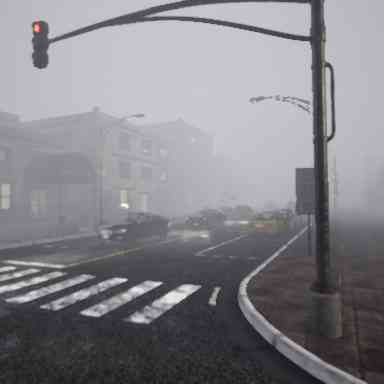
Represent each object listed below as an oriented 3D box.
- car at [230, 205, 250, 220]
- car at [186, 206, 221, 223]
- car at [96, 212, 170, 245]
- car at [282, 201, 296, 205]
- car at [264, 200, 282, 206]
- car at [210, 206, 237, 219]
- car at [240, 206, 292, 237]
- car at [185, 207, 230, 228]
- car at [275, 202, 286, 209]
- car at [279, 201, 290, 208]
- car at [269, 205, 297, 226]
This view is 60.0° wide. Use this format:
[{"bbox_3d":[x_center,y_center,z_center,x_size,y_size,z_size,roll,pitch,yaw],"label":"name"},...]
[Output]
[{"bbox_3d":[5.337,2.178,35.598,1.812,1.442,4.674,-1,-2,24],"label":"car"},{"bbox_3d":[1.278,2.170,32.917,1.752,1.417,4.829,-1,-1,24],"label":"car"},{"bbox_3d":[-2.906,1.807,17.359,2.128,1.511,4.902,-2,-2,25],"label":"car"},{"bbox_3d":[15.466,2.225,50.294,2.097,1.767,4.553,-1,-2,24],"label":"car"},{"bbox_3d":[15.011,2.523,63.328,2.192,1.841,5.009,-1,-1,24],"label":"car"},{"bbox_3d":[3.625,2.322,38.112,1.802,1.307,4.206,-1,-1,24],"label":"car"},{"bbox_3d":[4.498,1.791,19.696,1.752,1.417,4.829,-1,-1,24],"label":"car"},{"bbox_3d":[1.173,2.084,26.409,1.895,1.301,4.718,-1,-2,24],"label":"car"},{"bbox_3d":[19.567,2.980,73.405,1.802,1.307,4.206,-1,-1,24],"label":"car"},{"bbox_3d":[21.844,2.933,78.450,1.967,1.590,4.097,-1,-1,24],"label":"car"},{"bbox_3d":[6.706,1.906,24.583,2.008,1.369,4.403,-1,-1,24],"label":"car"}]
